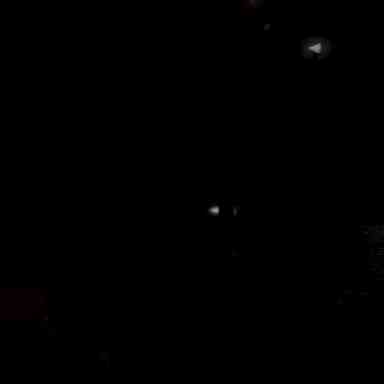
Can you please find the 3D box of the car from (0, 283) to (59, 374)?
[{"bbox_3d":[-3.946,1.526,3.258,4.829,1.417,1.752,0,2,-35],"label":"car"}]
